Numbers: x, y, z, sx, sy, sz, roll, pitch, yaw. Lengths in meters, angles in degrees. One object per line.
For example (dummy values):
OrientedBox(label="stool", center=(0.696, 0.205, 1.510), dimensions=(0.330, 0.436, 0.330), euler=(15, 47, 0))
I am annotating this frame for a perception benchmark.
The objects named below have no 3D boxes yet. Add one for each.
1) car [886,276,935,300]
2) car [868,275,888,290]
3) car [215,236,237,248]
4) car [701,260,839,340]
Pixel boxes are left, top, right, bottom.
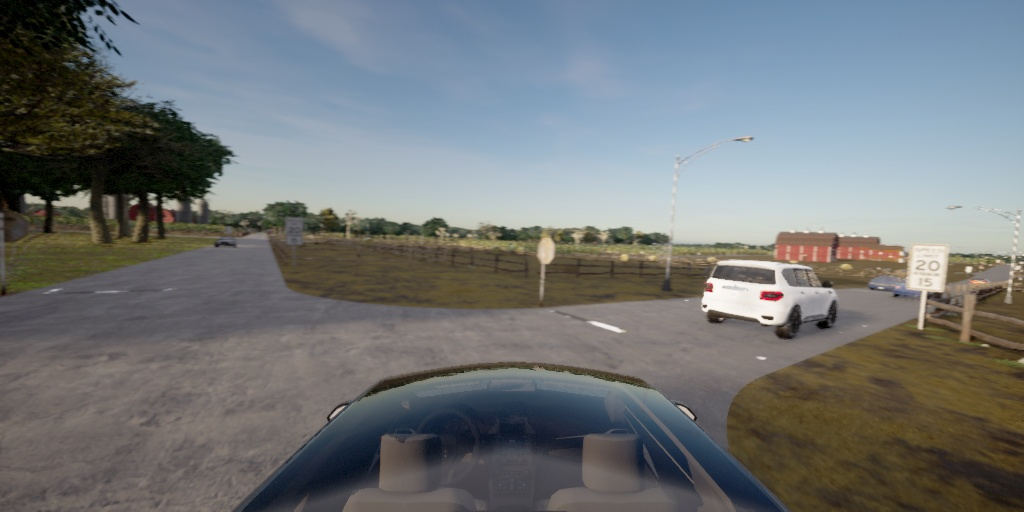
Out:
OrientedBox(label="car", center=(29.723, 2.424, 26.345), dimensions=(5.357, 1.411, 2.033), euler=(3, 3, -35))
OrientedBox(label="car", center=(35.145, 2.555, 33.478), dimensions=(5.357, 1.411, 2.033), euler=(3, 3, -35))
OrientedBox(label="car", center=(-35.202, -1.742, 44.236), dimensions=(1.994, 1.385, 4.181), euler=(1, 3, -35))
OrientedBox(label="car", center=(8.246, 1.210, 11.324), dimensions=(5.566, 2.045, 2.150), euler=(2, 3, -35))
